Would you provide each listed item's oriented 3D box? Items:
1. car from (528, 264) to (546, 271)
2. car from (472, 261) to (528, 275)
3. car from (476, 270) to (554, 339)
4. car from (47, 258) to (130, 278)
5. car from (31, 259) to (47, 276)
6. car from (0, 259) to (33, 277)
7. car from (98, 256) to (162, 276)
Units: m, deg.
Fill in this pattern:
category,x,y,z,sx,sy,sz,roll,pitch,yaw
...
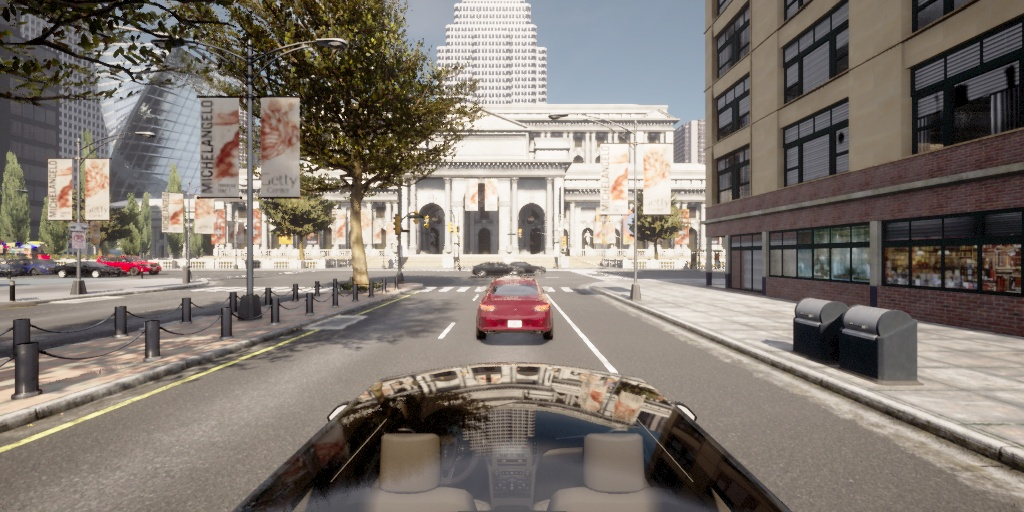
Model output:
category,x,y,z,sx,sy,sz,roll,pitch,yaw
car,1.138,1.274,36.680,4.674,1.442,1.812,0,0,0
car,-1.253,1.253,33.193,4.892,1.490,1.837,0,0,0
car,0.076,1.276,9.924,1.812,1.442,4.674,0,0,0
car,-39.331,1.228,33.392,5.008,1.535,1.882,0,0,0
car,-49.142,1.103,36.831,4.553,1.767,2.097,0,0,-1
car,-48.436,1.276,33.357,4.674,1.442,1.812,0,0,-1
car,-39.522,0.971,36.894,5.566,2.045,2.150,0,0,0
